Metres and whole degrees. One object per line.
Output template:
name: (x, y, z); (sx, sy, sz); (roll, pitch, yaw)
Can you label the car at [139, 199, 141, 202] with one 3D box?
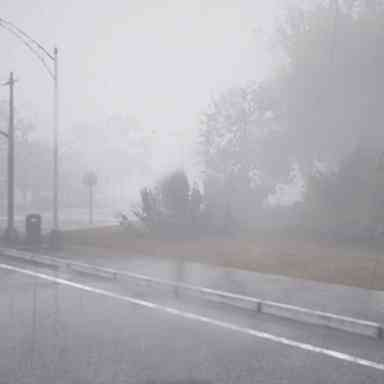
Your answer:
car: (-6.291, 1.455, 47.709); (2.128, 1.511, 4.902); (0, 0, 32)
